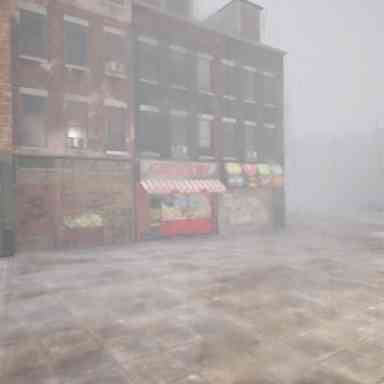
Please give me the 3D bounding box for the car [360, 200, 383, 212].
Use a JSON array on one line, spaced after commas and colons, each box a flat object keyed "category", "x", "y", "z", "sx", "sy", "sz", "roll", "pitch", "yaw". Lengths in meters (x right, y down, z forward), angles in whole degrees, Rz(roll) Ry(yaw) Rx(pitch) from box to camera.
[{"category": "car", "x": 20.895, "y": 1.605, "z": 36.738, "sx": 1.994, "sy": 1.385, "sz": 4.181, "roll": -1, "pitch": 1, "yaw": -35}]
